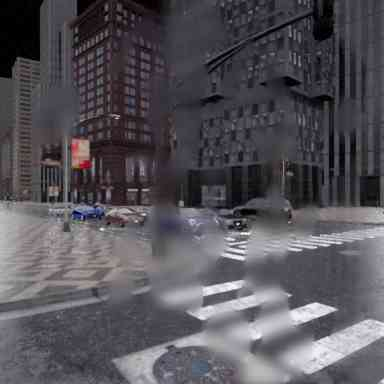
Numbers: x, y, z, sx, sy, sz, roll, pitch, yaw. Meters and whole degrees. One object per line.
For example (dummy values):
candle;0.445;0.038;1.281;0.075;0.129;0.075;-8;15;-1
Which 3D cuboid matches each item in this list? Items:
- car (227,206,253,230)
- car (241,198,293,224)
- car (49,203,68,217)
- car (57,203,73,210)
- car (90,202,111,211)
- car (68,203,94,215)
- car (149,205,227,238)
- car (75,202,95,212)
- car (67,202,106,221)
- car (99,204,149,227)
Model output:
car;1.691;1.858;22.312;1.994;1.385;4.181;0;-1;-36
car;5.796;1.542;27.872;2.150;2.045;5.566;0;-1;-34
car;-16.697;2.414;42.417;1.895;1.301;4.718;0;-1;-35
car;-24.986;2.847;65.388;1.895;1.301;4.718;0;-1;-36
car;-16.172;2.518;58.685;1.882;1.535;5.008;0;-1;-35
car;-15.589;2.349;46.477;2.128;1.511;4.902;0;-1;-35
car;-0.383;1.633;19.594;2.097;1.767;4.553;0;-1;-35
car;-17.953;2.523;55.590;1.837;1.490;4.892;0;-1;-36
car;-10.928;2.101;34.326;1.882;1.535;5.008;0;-1;-36
car;-5.534;1.973;26.808;1.812;1.442;4.674;0;-1;-36
